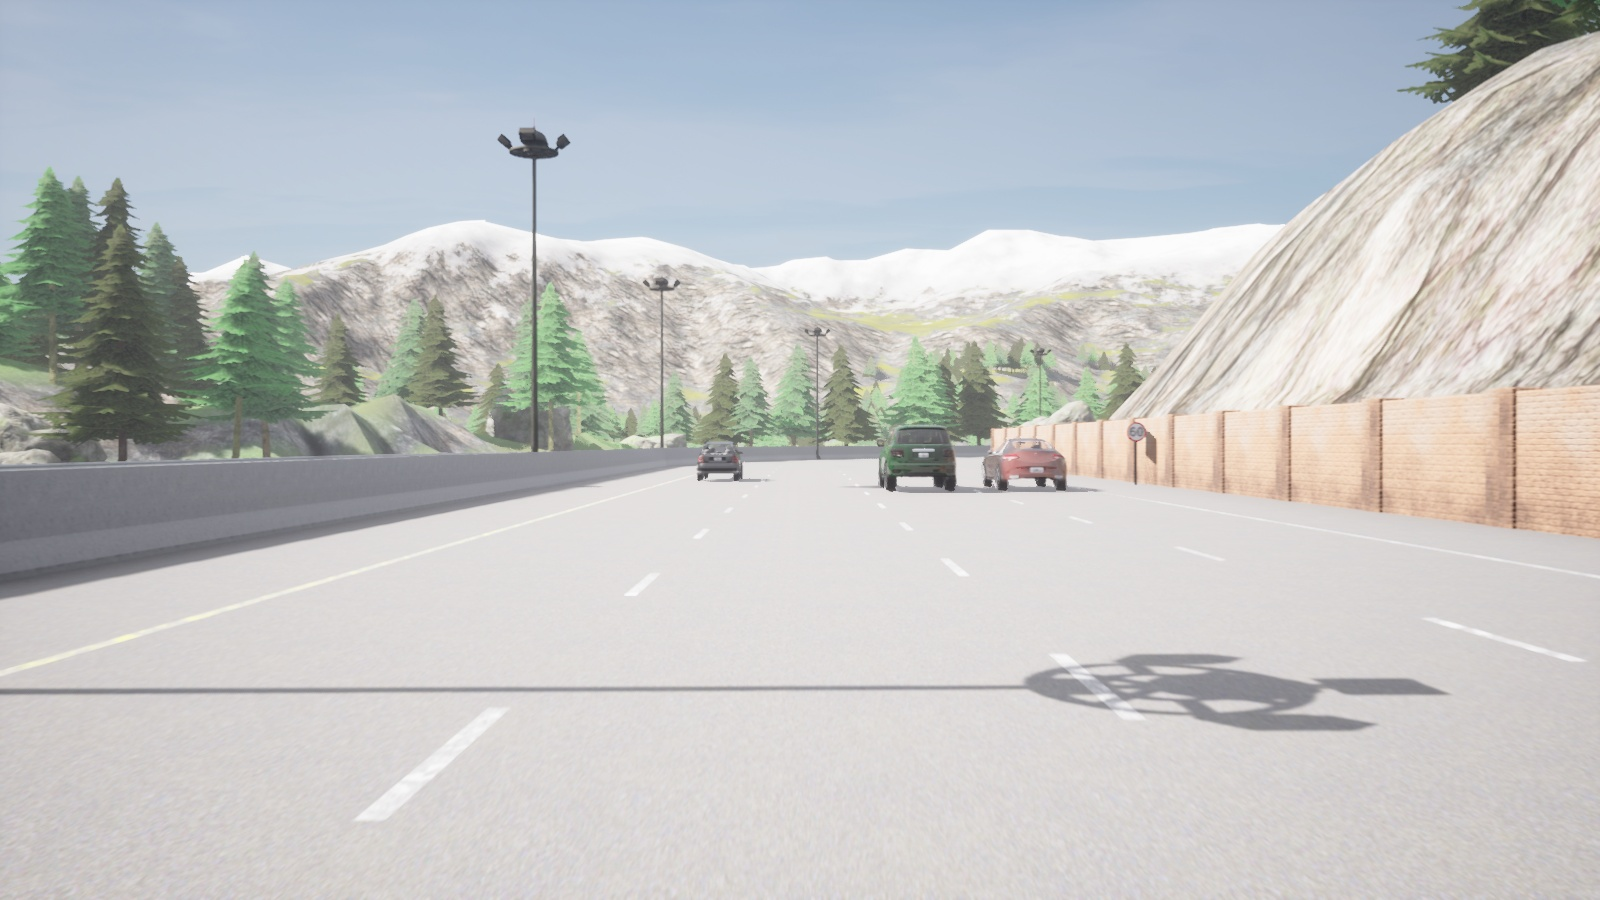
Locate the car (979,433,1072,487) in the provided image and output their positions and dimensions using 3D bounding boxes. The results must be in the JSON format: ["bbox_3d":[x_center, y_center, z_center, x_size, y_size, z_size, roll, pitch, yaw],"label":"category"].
[{"bbox_3d":[7.242,0.300,40.926,2.152,1.651,5.027,0,0,0],"label":"car"}]

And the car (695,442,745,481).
[{"bbox_3d":[-3.203,0.436,50.868,1.789,1.549,3.705,0,0,0],"label":"car"}]

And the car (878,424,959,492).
[{"bbox_3d":[3.740,0.239,40.608,2.150,2.045,5.566,0,0,0],"label":"car"}]
